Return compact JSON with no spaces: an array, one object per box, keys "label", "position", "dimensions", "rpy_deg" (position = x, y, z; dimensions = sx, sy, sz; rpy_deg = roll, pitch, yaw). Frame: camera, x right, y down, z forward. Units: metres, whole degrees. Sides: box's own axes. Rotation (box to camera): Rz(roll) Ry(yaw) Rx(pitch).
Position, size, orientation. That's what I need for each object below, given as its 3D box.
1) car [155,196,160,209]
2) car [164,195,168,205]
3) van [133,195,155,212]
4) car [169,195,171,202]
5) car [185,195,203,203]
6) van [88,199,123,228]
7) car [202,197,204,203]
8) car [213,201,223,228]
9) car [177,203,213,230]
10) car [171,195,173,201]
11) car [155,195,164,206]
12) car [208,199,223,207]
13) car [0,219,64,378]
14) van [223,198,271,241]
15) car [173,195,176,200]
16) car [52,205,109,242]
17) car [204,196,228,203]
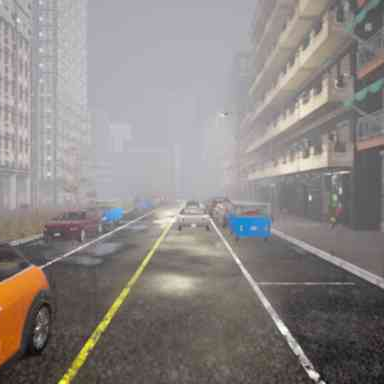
[{"label":"car","position":[-5.701,1.614,43.951],"dimensions":[1.802,1.307,4.206],"rpy_deg":[0,0,0]},{"label":"car","position":[-5.703,1.361,55.007],"dimensions":[2.192,1.841,5.009],"rpy_deg":[0,0,0]},{"label":"van","position":[-5.701,1.367,38.424],"dimensions":[1.690,1.788,3.998],"rpy_deg":[0,0,0]},{"label":"car","position":[-5.703,1.607,66.062],"dimensions":[1.887,1.381,4.507],"rpy_deg":[0,0,0]},{"label":"car","position":[0.096,1.526,46.562],"dimensions":[2.128,1.511,4.902],"rpy_deg":[0,0,0]},{"label":"van","position":[-5.700,1.353,21.842],"dimensions":[1.690,1.788,3.998],"rpy_deg":[0,0,0]},{"label":"car","position":[2.680,1.598,43.952],"dimensions":[1.947,1.339,4.313],"rpy_deg":[0,0,0]},{"label":"car","position":[2.682,1.557,21.842],"dimensions":[1.887,1.381,4.507],"rpy_deg":[0,0,0]},{"label":"car","position":[0.095,1.613,21.139],"dimensions":[1.895,1.301,4.718],"rpy_deg":[0,0,0]},{"label":"car","position":[-5.704,1.621,71.590],"dimensions":[2.008,1.369,4.403],"rpy_deg":[0,0,0]},{"label":"car","position":[-5.701,1.589,49.480],"dimensions":[2.008,1.369,4.403],"rpy_deg":[0,0,0]},{"label":"car","position":[2.682,1.567,27.369],"dimensions":[2.008,1.369,4.403],"rpy_deg":[0,0,0]},{"label":"car","position":[-3.097,1.354,3.014],"dimensions":[2.097,1.767,4.553],"rpy_deg":[0,0,-1]},{"label":"van","position":[2.681,1.350,16.314],"dimensions":[1.690,1.788,3.998],"rpy_deg":[0,0,0]},{"label":"car","position":[-5.705,1.529,82.645],"dimensions":[1.967,1.590,4.097],"rpy_deg":[0,0,0]},{"label":"car","position":[-5.698,1.553,16.314],"dimensions":[1.887,1.381,4.507],"rpy_deg":[0,0,0]},{"label":"car","position":[2.678,1.336,32.897],"dimensions":[2.192,1.841,5.009],"rpy_deg":[0,0,0]}]
